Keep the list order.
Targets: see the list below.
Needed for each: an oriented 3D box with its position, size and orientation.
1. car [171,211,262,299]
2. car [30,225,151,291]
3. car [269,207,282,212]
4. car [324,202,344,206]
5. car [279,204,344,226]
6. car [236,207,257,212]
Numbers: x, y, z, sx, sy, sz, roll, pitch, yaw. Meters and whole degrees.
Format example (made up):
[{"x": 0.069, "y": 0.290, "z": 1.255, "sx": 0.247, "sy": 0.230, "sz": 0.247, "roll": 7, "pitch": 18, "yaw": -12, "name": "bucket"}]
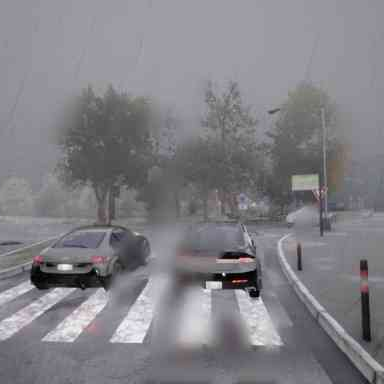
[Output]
[{"x": 0.676, "y": 1.485, "z": 8.502, "sx": 2.128, "sy": 1.511, "sz": 4.902, "roll": -1, "pitch": 0, "yaw": 7, "name": "car"}, {"x": -2.486, "y": 1.590, "z": 9.128, "sx": 1.994, "sy": 1.385, "sz": 4.181, "roll": -1, "pitch": 0, "yaw": 7, "name": "car"}, {"x": 19.126, "y": 4.001, "z": 72.499, "sx": 4.718, "sy": 1.301, "sz": 1.895, "roll": -3, "pitch": -5, "yaw": 37, "name": "car"}, {"x": 26.333, "y": 2.941, "z": 63.545, "sx": 2.150, "sy": 2.045, "sz": 5.566, "roll": 2, "pitch": -5, "yaw": -24, "name": "car"}, {"x": 9.945, "y": 2.045, "z": 27.583, "sx": 4.674, "sy": 1.442, "sz": 1.812, "roll": -1, "pitch": -4, "yaw": -26, "name": "car"}, {"x": 11.913, "y": 3.997, "z": 73.198, "sx": 4.902, "sy": 1.511, "sz": 2.128, "roll": -4, "pitch": -6, "yaw": 22, "name": "car"}]
